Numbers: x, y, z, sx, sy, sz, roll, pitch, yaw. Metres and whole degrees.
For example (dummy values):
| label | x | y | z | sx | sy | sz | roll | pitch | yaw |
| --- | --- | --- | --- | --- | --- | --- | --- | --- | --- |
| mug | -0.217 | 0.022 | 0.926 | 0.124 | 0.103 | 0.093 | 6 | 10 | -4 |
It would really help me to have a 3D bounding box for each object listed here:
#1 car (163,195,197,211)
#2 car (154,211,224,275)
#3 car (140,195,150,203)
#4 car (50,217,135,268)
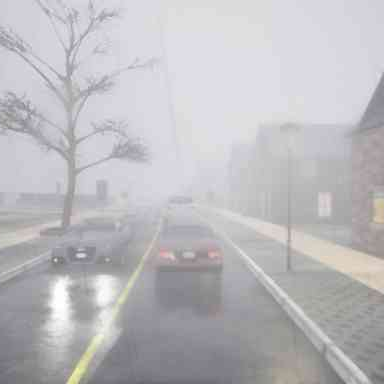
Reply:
| label | x | y | z | sx | sy | sz | roll | pitch | yaw |
| --- | --- | --- | --- | --- | --- | --- | --- | --- | --- |
| car | -0.878 | 1.200 | 24.219 | 2.150 | 2.045 | 5.566 | 0 | 0 | -4 |
| car | -0.138 | 1.537 | 10.358 | 2.033 | 1.411 | 5.357 | 0 | 0 | -2 |
| car | -9.696 | 1.450 | 68.209 | 2.128 | 1.511 | 4.902 | 0 | 0 | -11 |
| car | -3.104 | 1.555 | 11.130 | 1.994 | 1.385 | 4.181 | 0 | 0 | -2 |
